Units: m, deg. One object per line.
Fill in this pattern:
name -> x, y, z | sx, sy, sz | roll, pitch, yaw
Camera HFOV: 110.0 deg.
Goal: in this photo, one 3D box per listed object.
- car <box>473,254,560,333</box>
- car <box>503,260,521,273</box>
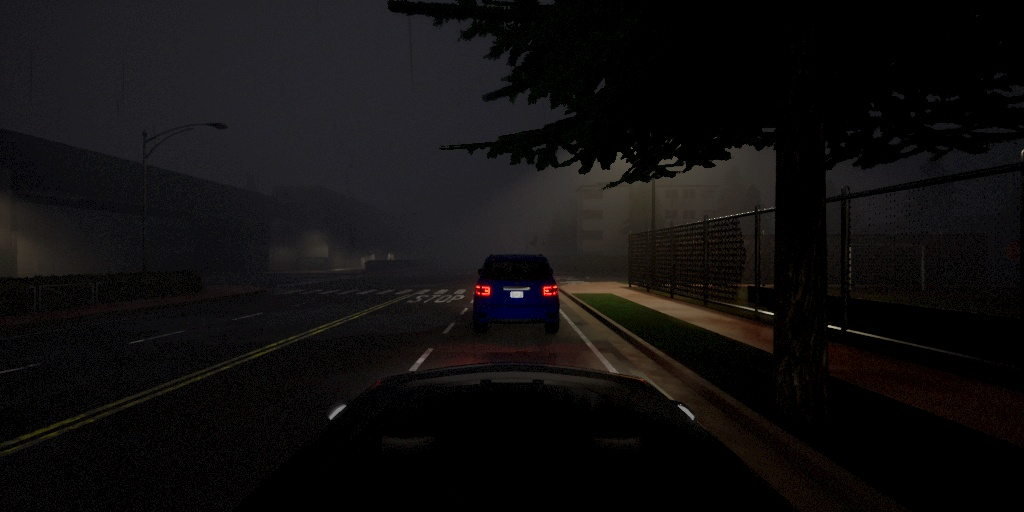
car -> 0.113, 0.972, 10.857 | 2.150, 2.045, 5.566 | 0, 0, 0
car -> 0.013, 1.241, 45.716 | 2.128, 1.511, 4.902 | 0, 0, 0
